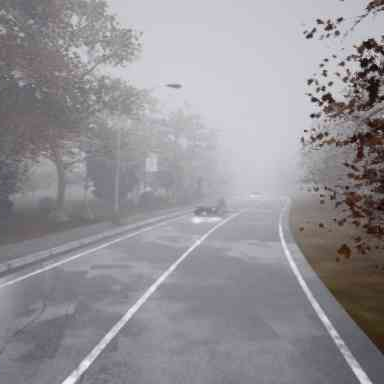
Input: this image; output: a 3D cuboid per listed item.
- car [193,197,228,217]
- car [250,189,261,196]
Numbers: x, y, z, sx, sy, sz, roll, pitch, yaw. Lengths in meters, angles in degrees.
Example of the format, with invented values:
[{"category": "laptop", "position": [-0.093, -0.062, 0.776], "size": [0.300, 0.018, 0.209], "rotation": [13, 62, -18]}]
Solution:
[{"category": "car", "position": [1.648, 1.088, 26.636], "size": [2.033, 1.411, 5.357], "rotation": [0, 2, 16]}, {"category": "car", "position": [12.737, -0.015, 67.110], "size": [1.994, 1.385, 4.181], "rotation": [1, 2, 9]}]
